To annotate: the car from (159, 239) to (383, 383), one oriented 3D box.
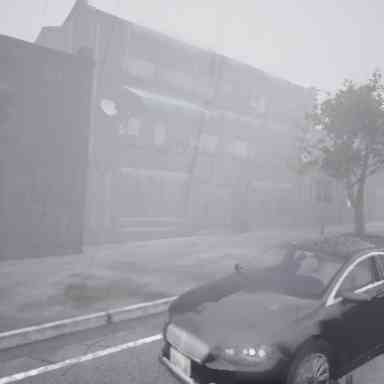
[{"bbox_3d":[1.875,1.510,4.887,4.902,1.511,2.128,0,0,-35],"label":"car"}]
